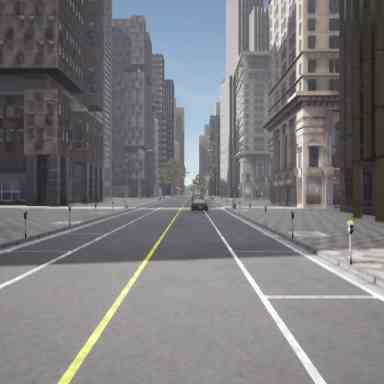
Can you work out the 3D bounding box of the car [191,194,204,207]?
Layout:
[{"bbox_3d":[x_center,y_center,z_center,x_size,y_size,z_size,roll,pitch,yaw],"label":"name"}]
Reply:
[{"bbox_3d":[0.897,1.434,55.730,2.150,2.045,5.566,0,0,0],"label":"car"}]

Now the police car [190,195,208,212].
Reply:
[{"bbox_3d":[0.900,1.510,39.810,1.930,1.638,5.238,0,0,0],"label":"police car"}]

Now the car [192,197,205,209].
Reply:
[{"bbox_3d":[0.900,1.592,49.700,1.882,1.535,5.008,0,0,0],"label":"car"}]
